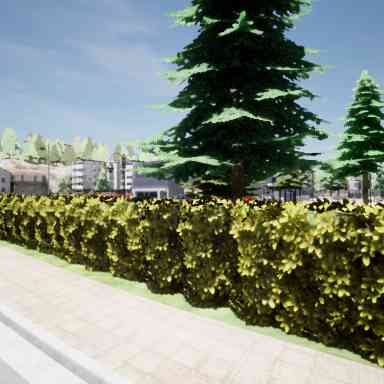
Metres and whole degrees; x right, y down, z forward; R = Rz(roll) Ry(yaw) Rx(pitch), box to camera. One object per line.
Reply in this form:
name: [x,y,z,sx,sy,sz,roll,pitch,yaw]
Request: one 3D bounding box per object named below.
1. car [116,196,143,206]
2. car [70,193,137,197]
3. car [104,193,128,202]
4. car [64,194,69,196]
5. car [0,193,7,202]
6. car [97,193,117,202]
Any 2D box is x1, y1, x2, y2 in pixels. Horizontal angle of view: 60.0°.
car: [-10.065,1.384,53.308,1.970,1.475,3.806,0,0,44]
car: [-8.071,1.221,31.035,2.150,2.045,5.566,0,0,44]
car: [-15.876,1.097,69.643,1.932,1.855,4.605,0,0,44]
car: [-27.350,1.153,80.367,2.152,1.636,5.027,0,0,44]
car: [-41.786,1.097,70.187,1.932,1.855,4.605,0,0,44]
car: [-18.236,1.076,71.388,1.905,1.878,3.866,0,0,44]
